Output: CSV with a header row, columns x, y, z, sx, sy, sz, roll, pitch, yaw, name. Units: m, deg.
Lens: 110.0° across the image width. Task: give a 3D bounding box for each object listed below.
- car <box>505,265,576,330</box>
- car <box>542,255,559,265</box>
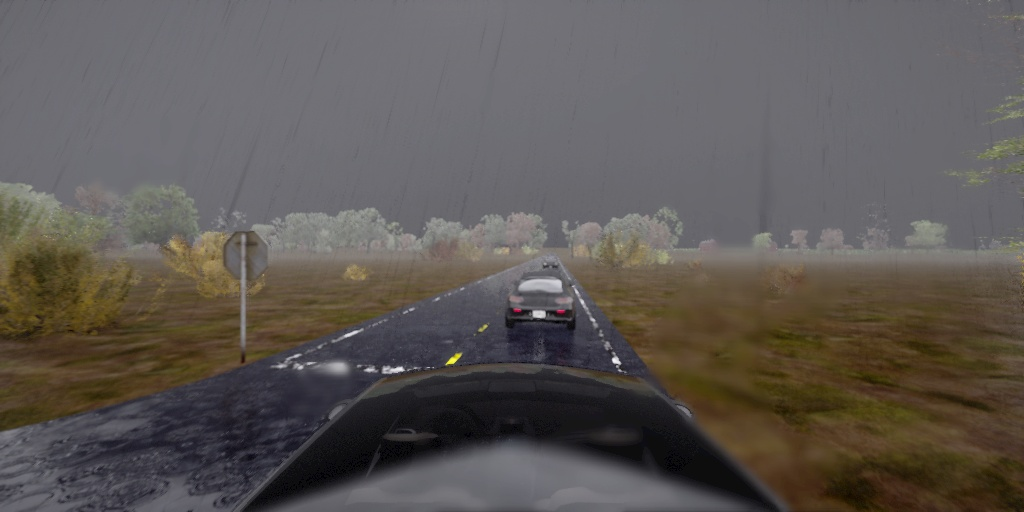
x,y,z,sx,sy,sz,roll,pitch,yaw,name
0.900,1.172,10.704,1.812,1.442,4.674,1,1,7,car
4.525,0.893,41.735,1.895,1.301,4.718,1,1,7,car
